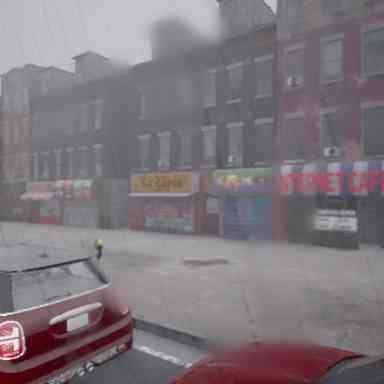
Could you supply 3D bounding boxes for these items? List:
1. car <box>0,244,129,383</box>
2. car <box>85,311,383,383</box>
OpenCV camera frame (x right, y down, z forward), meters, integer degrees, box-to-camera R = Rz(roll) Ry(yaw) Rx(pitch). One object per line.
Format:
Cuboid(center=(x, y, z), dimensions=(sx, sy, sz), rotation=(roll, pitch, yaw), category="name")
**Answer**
Cuboid(center=(-2.847, 1.493, 4.836), dimensions=(4.097, 1.590, 1.967), rotation=(-1, 0, 36), category="car")
Cuboid(center=(1.731, 1.538, 1.565), dimensions=(4.507, 1.381, 1.887), rotation=(-1, 0, 36), category="car")
